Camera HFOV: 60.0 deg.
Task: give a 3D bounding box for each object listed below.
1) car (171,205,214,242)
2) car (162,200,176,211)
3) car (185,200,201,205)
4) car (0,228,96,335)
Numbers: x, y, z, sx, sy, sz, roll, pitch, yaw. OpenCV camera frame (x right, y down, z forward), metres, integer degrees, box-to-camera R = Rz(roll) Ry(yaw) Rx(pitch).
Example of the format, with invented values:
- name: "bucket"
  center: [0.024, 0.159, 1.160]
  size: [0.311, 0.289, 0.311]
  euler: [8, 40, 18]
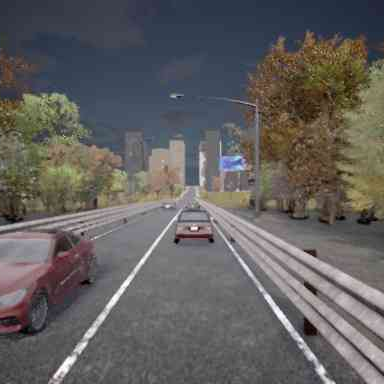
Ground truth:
- name: "car"
  center: [0.096, 1.613, 16.640]
  size: [2.033, 1.411, 5.357]
  euler: [0, 0, 0]
- name: "car"
  center: [-3.340, 1.893, 48.528]
  size: [2.128, 1.511, 4.902]
  euler: [0, -1, 0]
- name: "car"
  center: [0.091, 1.831, 42.862]
  size: [2.128, 1.511, 4.902]
  euler: [0, -1, 0]
- name: "car"
  center: [-3.340, 1.539, 6.873]
  size: [1.812, 1.442, 4.674]
  euler: [0, 0, 0]
